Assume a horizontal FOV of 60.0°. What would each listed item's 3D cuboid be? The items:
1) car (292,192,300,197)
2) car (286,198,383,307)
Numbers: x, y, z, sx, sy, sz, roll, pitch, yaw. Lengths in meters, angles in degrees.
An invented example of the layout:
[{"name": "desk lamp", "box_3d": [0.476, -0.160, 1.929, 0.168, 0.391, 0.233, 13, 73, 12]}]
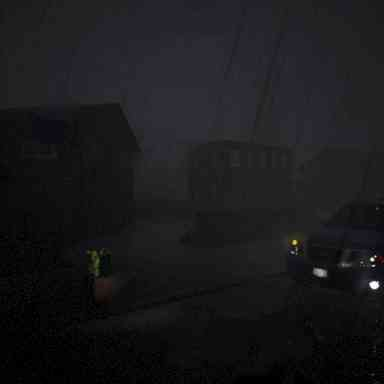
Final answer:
[{"name": "car", "box_3d": [8.193, 0.939, 29.815, 3.866, 1.878, 1.905, 0, 0, -36]}, {"name": "car", "box_3d": [4.713, 1.203, 8.100, 5.566, 2.045, 2.150, 0, 0, -36]}]
